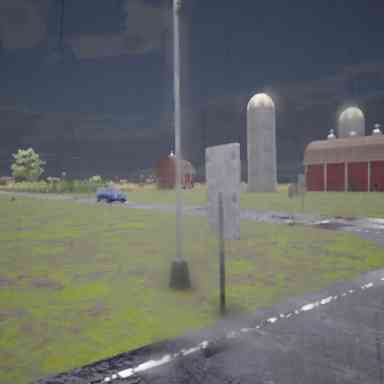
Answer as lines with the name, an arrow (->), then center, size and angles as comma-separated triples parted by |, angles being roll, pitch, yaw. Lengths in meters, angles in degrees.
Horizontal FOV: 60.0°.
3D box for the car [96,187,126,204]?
car -> -10.438, 0.409, 42.603 | 2.150, 2.045, 5.566 | -2, 2, -37
